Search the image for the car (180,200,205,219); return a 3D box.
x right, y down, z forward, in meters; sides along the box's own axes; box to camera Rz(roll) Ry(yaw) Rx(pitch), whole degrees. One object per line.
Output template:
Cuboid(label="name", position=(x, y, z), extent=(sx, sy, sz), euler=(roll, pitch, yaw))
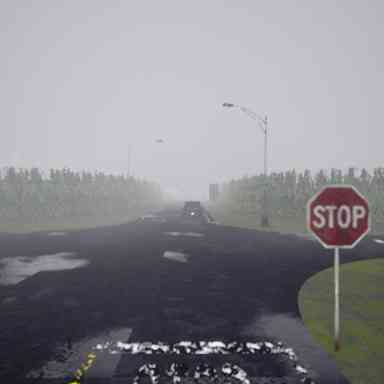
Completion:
Cuboid(label="car", position=(0.051, 1.518, 29.724), extent=(1.837, 1.490, 4.892), euler=(0, 0, 0))
